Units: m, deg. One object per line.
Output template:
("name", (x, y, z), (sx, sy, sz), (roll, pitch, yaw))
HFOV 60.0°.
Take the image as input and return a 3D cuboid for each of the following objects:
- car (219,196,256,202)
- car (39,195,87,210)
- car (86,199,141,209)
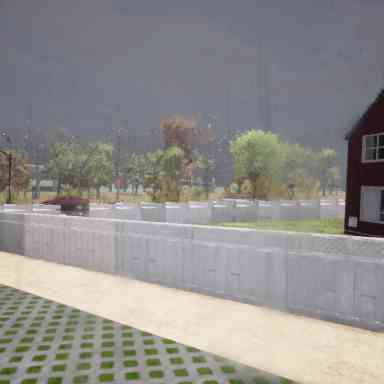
("car", (5.732, 1.112, 41.566), (4.718, 1.301, 1.895), (0, 2, -18))
("car", (-13.444, 1.125, 35.156), (5.008, 1.535, 1.882), (-1, 2, -18))
("car", (-5.686, 1.493, 27.339), (5.357, 1.411, 2.033), (0, 2, -18))
